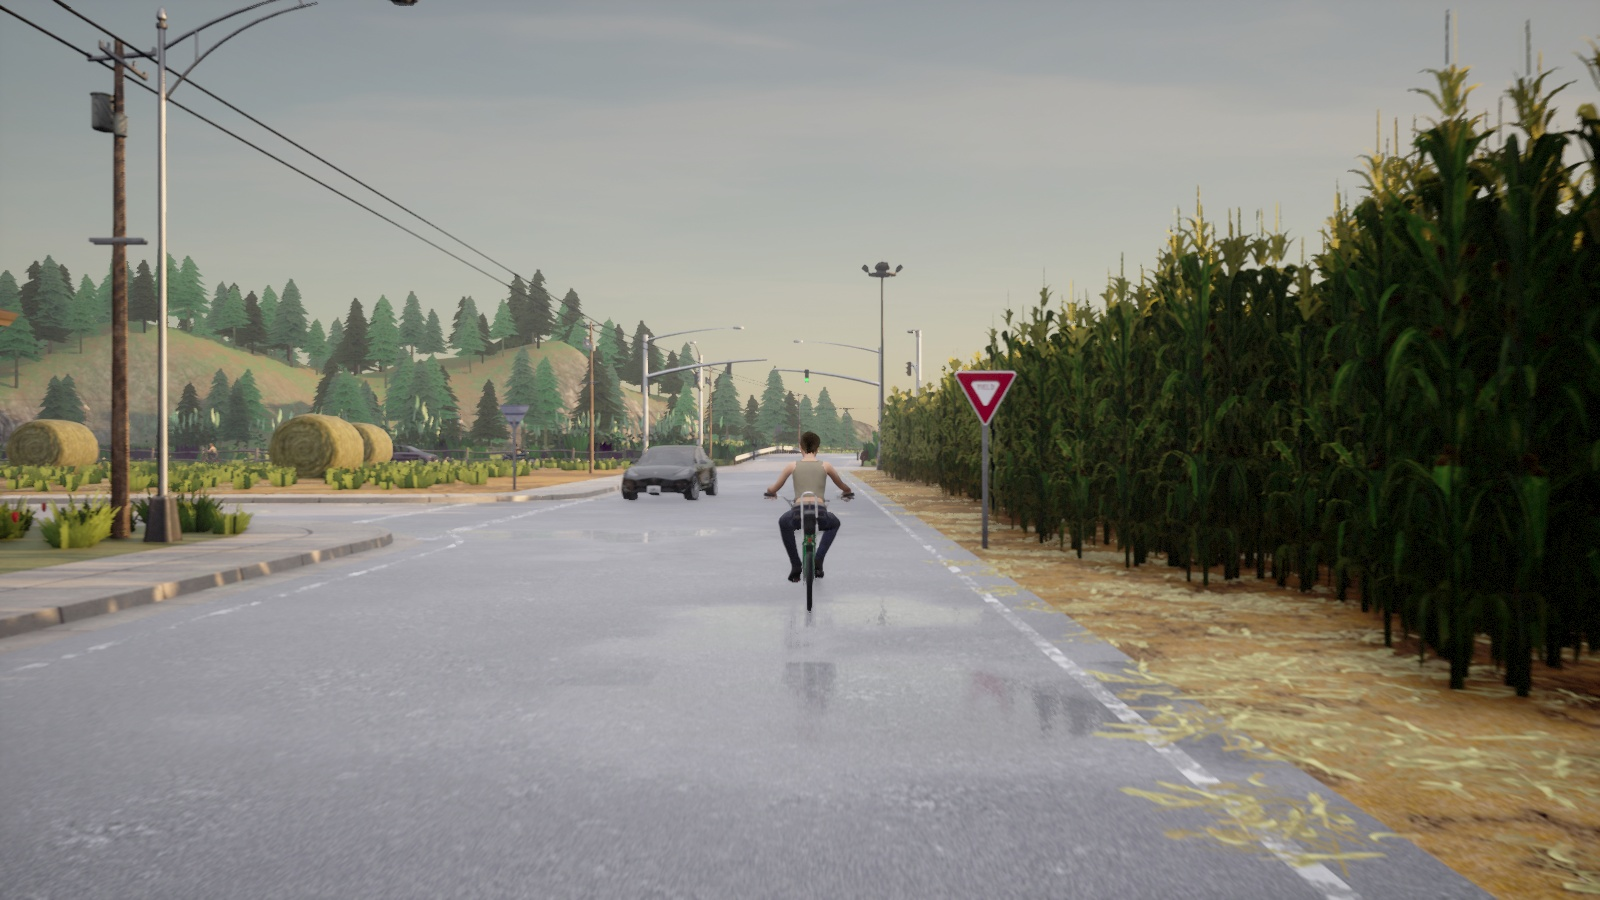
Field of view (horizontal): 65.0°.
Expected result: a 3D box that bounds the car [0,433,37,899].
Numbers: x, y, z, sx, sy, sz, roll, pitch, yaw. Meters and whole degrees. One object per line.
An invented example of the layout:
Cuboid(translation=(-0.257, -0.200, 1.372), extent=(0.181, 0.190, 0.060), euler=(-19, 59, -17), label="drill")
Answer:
Cuboid(translation=(-3.472, 0.715, 2.379), extent=(1.789, 1.549, 3.705), euler=(0, 0, 0), label="car")

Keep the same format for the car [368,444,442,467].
Cuboid(translation=(-25.802, 0.379, 82.089), extent=(4.193, 1.474, 1.816), euler=(0, 0, 3), label="car")

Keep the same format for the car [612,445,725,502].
Cuboid(translation=(-3.587, 0.604, 35.306), extent=(2.163, 1.488, 4.792), euler=(0, 0, 7), label="car")

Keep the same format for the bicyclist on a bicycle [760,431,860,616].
Cuboid(translation=(0.087, 0.637, 11.669), extent=(0.866, 1.612, 1.509), euler=(0, 0, 0), label="bicyclist on a bicycle")

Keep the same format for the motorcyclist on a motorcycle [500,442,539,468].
Cuboid(translation=(-18.242, 0.323, 81.654), extent=(2.350, 1.649, 0.766), euler=(0, 0, 3), label="motorcyclist on a motorcycle")
